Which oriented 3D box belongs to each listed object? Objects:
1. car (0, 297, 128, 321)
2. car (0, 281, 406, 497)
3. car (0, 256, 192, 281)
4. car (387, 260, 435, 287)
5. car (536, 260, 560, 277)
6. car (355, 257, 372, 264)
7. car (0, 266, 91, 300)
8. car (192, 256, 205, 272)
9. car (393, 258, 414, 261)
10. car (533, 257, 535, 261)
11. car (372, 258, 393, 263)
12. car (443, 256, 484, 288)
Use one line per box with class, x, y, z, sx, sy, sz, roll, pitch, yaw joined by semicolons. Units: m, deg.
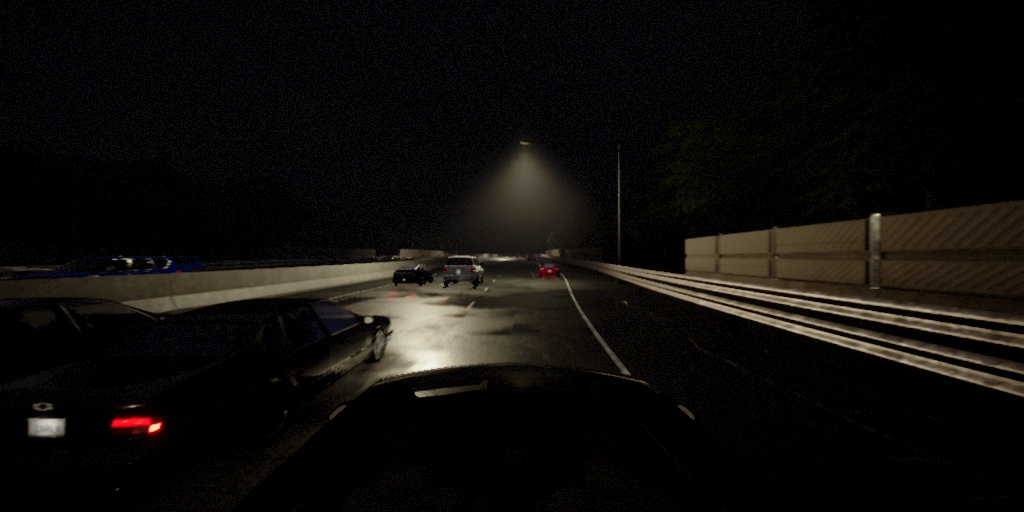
car;-6.896;1.301;5.138;2.033;1.411;5.357;0;0;0
car;-3.396;1.306;5.131;2.033;1.411;5.357;0;0;0
car;-17.525;0.994;15.499;2.150;2.045;5.566;0;0;1
car;-6.691;1.281;24.782;2.128;1.511;4.902;0;0;1
car;3.596;1.330;35.184;1.994;1.385;4.181;0;0;3
car;-23.680;1.030;59.626;1.837;1.490;4.892;0;1;2
car;-24.495;1.296;17.742;1.812;1.442;4.674;0;0;1
car;-27.084;0.990;28.026;2.150;2.045;5.566;0;0;-2
car;-16.712;1.106;57.634;2.033;1.411;5.357;0;1;1
car;3.963;1.213;42.635;2.128;1.511;4.902;0;1;2
car;-20.215;1.035;57.658;1.882;1.535;5.008;0;1;1
car;-3.199;1.014;24.394;2.150;2.045;5.566;0;0;1
